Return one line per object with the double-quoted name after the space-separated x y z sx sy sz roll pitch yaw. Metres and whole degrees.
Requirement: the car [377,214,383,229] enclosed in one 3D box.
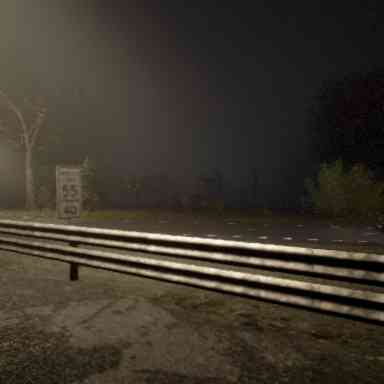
13.843 1.524 20.181 4.553 1.767 2.097 0 0 17 "car"
